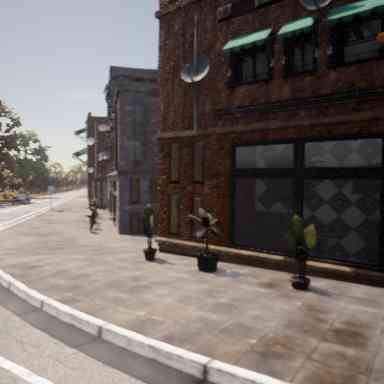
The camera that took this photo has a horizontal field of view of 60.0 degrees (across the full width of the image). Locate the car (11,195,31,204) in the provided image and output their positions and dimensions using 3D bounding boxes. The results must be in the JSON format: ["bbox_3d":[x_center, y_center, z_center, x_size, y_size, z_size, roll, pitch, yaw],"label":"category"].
[{"bbox_3d":[-25.939,1.091,50.623,2.033,1.411,5.357,0,1,-15],"label":"car"}]
